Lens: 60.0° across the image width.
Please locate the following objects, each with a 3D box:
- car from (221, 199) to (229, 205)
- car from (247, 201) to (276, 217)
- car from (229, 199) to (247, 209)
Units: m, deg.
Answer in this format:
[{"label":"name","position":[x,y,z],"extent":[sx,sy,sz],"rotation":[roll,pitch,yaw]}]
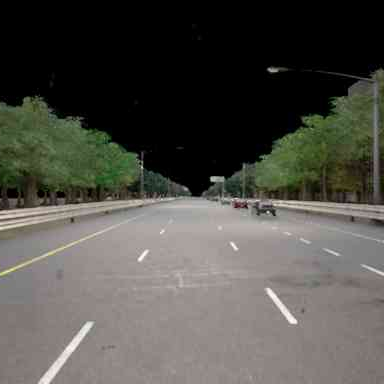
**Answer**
[{"label":"car","position":[7.327,2.222,73.006],"extent":[1.895,1.301,4.718],"rotation":[0,-1,1]},{"label":"car","position":[7.077,1.653,33.326],"extent":[1.837,1.490,4.892],"rotation":[0,-1,0]},{"label":"car","position":[7.162,1.827,50.095],"extent":[1.882,1.535,5.008],"rotation":[0,-1,0]}]
